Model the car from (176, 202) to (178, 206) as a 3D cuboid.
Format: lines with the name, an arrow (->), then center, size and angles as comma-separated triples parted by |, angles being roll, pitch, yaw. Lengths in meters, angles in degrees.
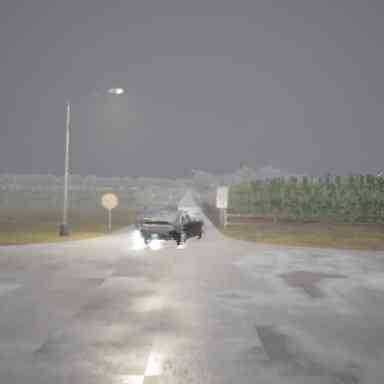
car -> -3.125, 2.202, 44.269 | 1.895, 1.301, 4.718 | 0, -1, 0

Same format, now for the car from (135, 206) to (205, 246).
car -> -0.789, 1.679, 16.352 | 2.128, 1.511, 4.902 | 1, -1, 19

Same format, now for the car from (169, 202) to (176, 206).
car -> -3.067, 1.992, 34.458 | 2.033, 1.411, 5.357 | 0, -1, 0

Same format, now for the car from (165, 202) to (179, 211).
car -> -3.167, 2.318, 54.416 | 2.033, 1.411, 5.357 | 0, -1, 0

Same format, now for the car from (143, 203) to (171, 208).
car -> -3.004, 1.787, 24.718 | 2.128, 1.511, 4.902 | 0, -1, 0
